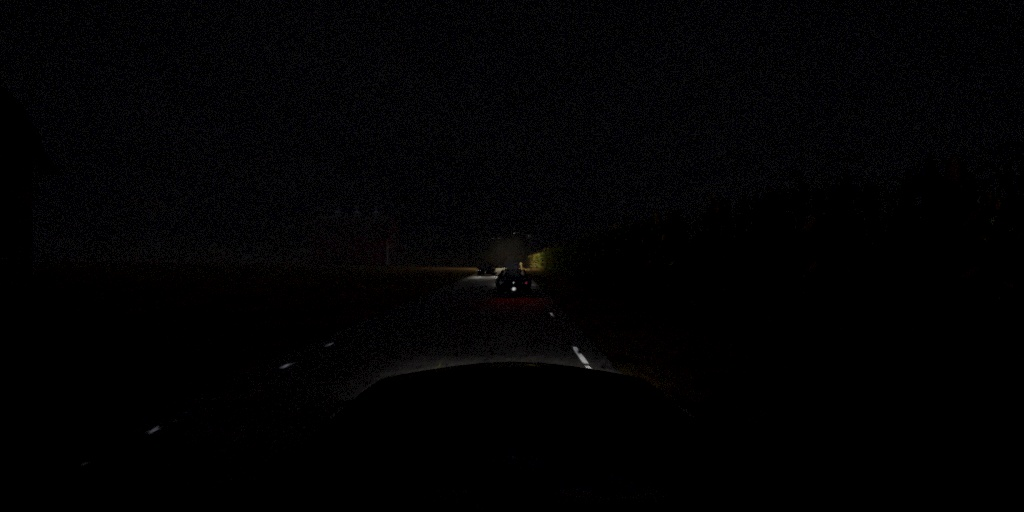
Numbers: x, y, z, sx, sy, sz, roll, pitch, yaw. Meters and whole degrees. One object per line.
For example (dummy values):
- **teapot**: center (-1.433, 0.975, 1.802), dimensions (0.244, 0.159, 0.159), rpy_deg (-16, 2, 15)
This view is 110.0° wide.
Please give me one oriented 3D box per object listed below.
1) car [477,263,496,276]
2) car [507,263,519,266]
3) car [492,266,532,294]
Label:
- **car**: center (-2.826, 1.501, 40.500), dimensions (1.837, 1.490, 4.892), rpy_deg (0, -1, 0)
- **car**: center (0.108, 1.541, 42.652), dimensions (1.812, 1.442, 4.674), rpy_deg (0, -1, 0)
- **car**: center (0.090, 1.422, 20.558), dimensions (1.895, 1.301, 4.718), rpy_deg (0, 0, 0)
